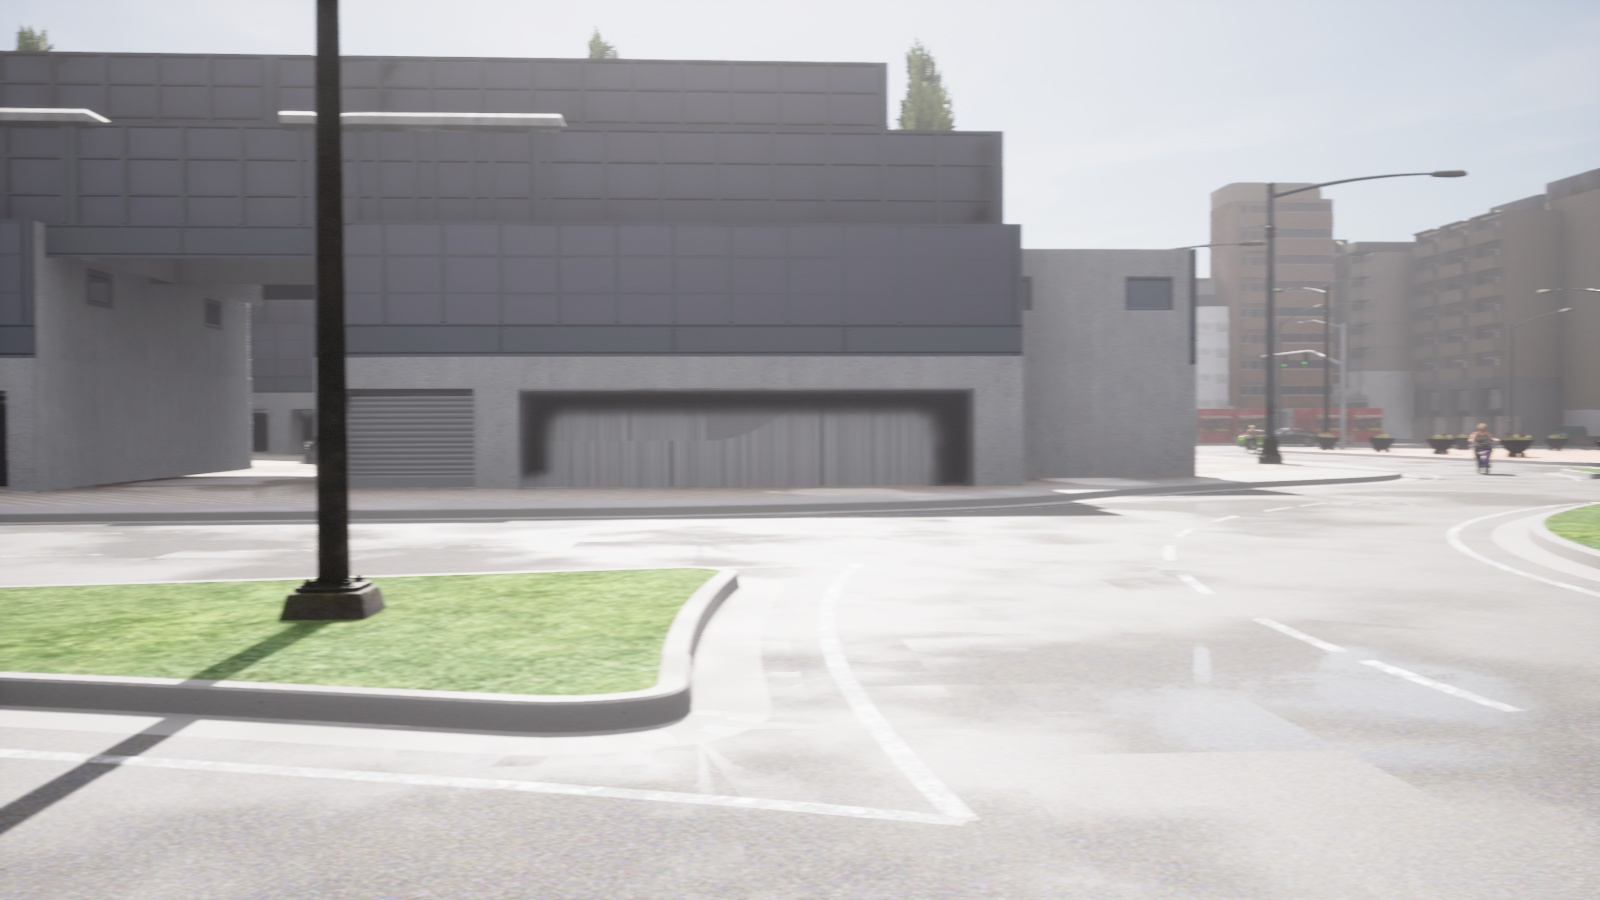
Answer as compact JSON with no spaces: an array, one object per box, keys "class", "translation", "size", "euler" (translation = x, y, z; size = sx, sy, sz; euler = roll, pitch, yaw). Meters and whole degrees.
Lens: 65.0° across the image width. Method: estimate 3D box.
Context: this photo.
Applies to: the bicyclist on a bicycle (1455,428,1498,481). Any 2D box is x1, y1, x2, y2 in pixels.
[{"class":"bicyclist on a bicycle","translation":[21.174,0.124,39.337],"size":[0.866,1.612,1.509],"euler":[-1,1,16]}]
